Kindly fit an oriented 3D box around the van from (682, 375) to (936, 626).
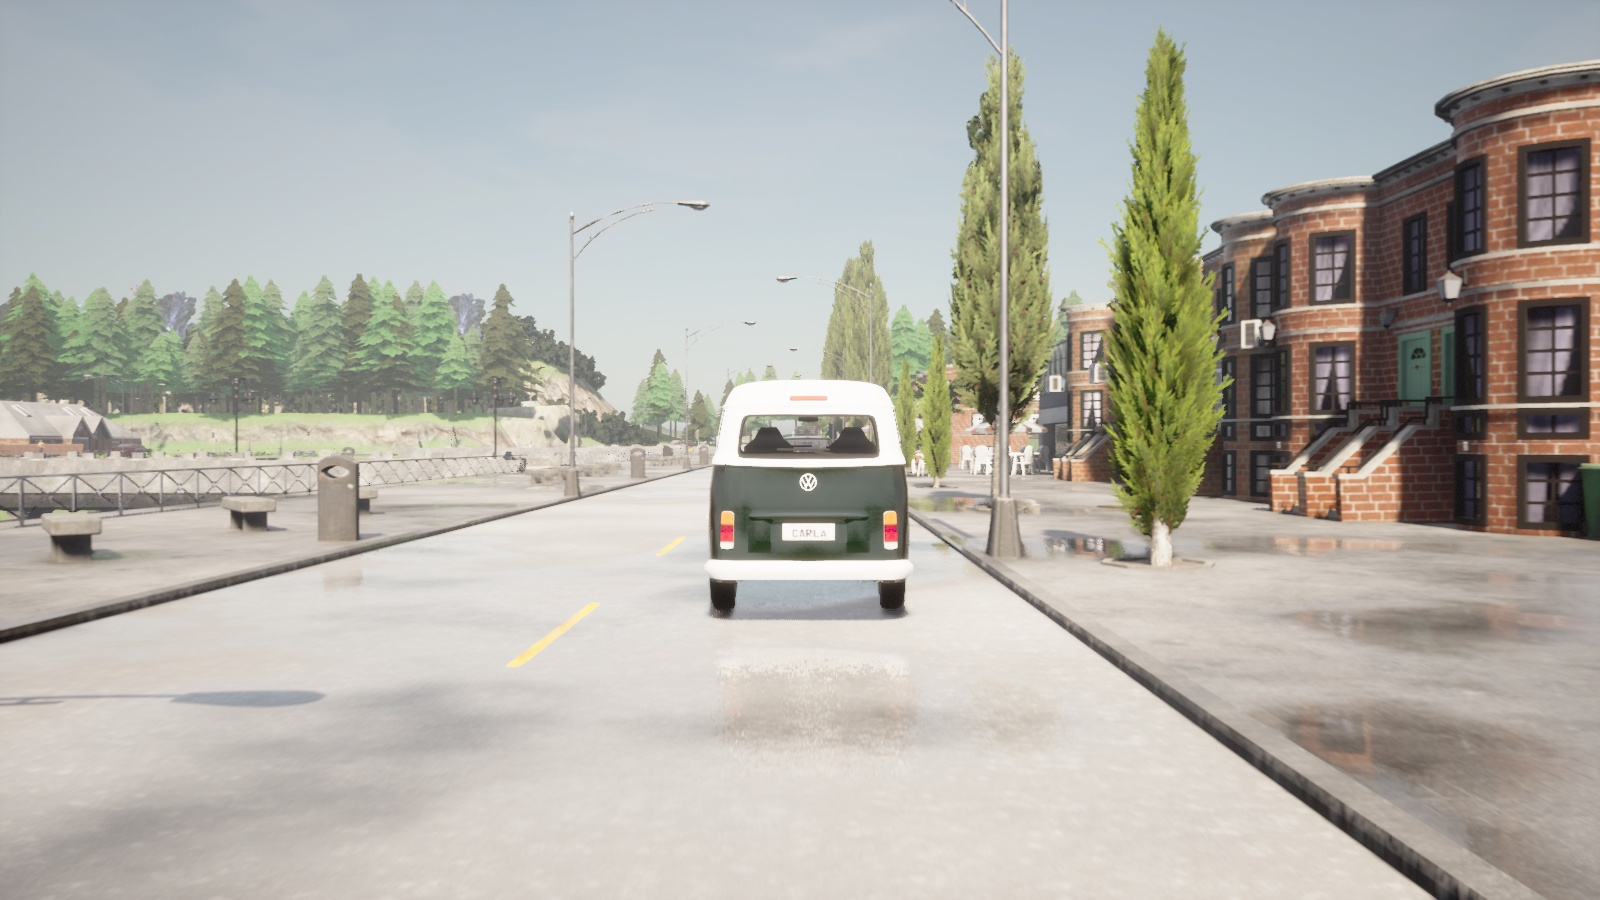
[{"bbox_3d":[0.084,0.400,12.460,2.069,2.038,4.480,0,0,0],"label":"van"}]
